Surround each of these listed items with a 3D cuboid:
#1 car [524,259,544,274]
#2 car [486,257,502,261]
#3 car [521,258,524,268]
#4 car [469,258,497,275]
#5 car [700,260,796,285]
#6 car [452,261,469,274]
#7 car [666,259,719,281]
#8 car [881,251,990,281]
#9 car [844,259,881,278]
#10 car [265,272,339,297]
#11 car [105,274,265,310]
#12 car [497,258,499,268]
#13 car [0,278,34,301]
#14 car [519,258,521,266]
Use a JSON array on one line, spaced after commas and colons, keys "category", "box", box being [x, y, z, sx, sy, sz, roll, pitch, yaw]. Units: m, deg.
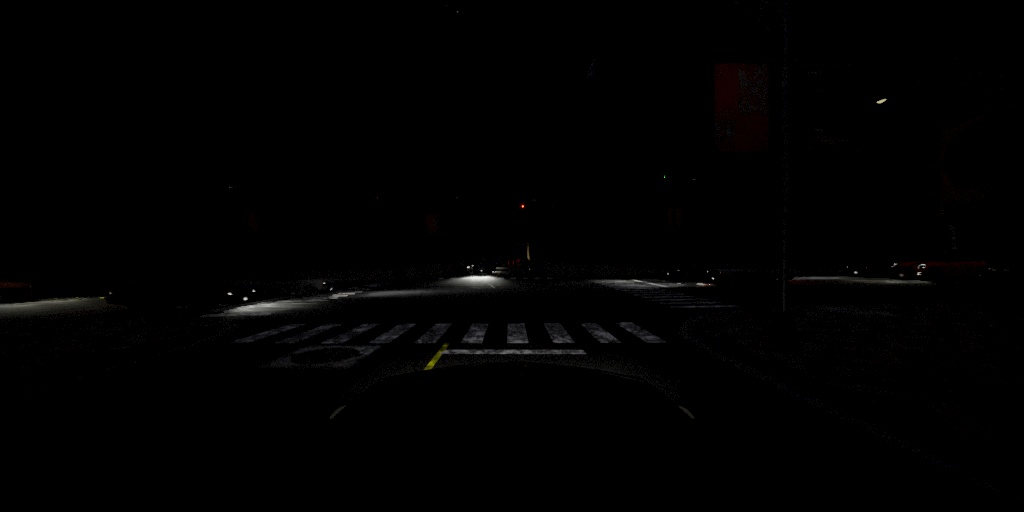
[{"category": "car", "box": [2.713, 1.305, 41.246, 2.007, 1.370, 4.403, 0, 0, 0]}, {"category": "car", "box": [-3.233, 1.290, 63.688, 1.812, 1.442, 4.674, 0, 0, 0]}, {"category": "car", "box": [2.655, 1.303, 52.135, 1.888, 1.381, 4.507, 0, 0, 0]}, {"category": "car", "box": [-3.135, 1.246, 39.173, 2.128, 1.511, 4.902, 0, 0, 0]}, {"category": "car", "box": [14.831, 1.059, 22.537, 4.718, 1.301, 1.895, -1, 0, 0]}, {"category": "car", "box": [-5.812, 1.305, 41.204, 2.007, 1.370, 4.403, 0, 0, 0]}, {"category": "car", "box": [13.688, 0.964, 25.794, 4.902, 1.511, 2.128, -1, 0, 0]}, {"category": "car", "box": [26.749, 0.600, 22.559, 4.553, 1.767, 2.097, -1, 0, 0]}, {"category": "car", "box": [26.956, 0.840, 25.811, 4.718, 1.301, 1.895, -1, 0, 0]}, {"category": "car", "box": [-12.113, 1.547, 19.435, 4.718, 1.301, 1.895, -1, 0, -6]}, {"category": "car", "box": [-14.400, 1.542, 15.774, 5.357, 1.411, 2.033, -1, 0, 0]}, {"category": "car", "box": [-3.191, 1.305, 49.522, 2.033, 1.411, 5.357, 0, 0, 0]}, {"category": "car", "box": [-28.658, 1.734, 18.995, 5.008, 1.535, 1.882, -1, 0, 0]}, {"category": "car", "box": [2.626, 1.311, 57.579, 2.007, 1.370, 4.403, 0, 0, 0]}]
